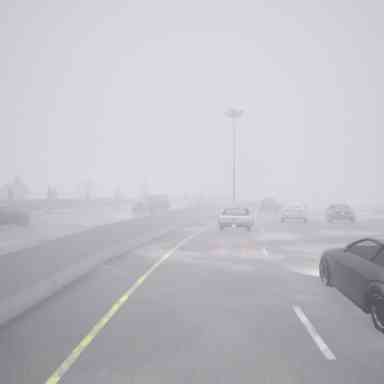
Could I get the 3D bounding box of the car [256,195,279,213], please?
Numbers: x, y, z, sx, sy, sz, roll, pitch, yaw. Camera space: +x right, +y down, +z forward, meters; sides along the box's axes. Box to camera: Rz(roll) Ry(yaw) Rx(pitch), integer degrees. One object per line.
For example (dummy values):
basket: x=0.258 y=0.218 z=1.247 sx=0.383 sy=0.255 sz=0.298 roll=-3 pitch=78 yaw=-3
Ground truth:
car: x=9.360 y=1.460 z=38.783 sx=2.097 sy=1.767 sz=4.553 roll=0 pitch=0 yaw=25

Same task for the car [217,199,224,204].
car: x=3.797 y=1.792 z=58.126 sx=1.895 sy=1.301 sz=4.718 roll=0 pitch=0 yaw=31

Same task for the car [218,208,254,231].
car: x=2.918 y=1.635 z=21.164 sx=1.895 sy=1.301 sz=4.718 roll=0 pitch=0 yaw=14

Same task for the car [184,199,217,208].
car: x=0.753 y=1.571 z=37.163 sx=2.128 sy=1.511 sz=4.902 roll=0 pitch=0 yaw=23

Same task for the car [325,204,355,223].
car: x=11.724 y=1.619 z=26.455 sx=2.033 sy=1.411 sz=5.357 roll=0 pitch=0 yaw=19

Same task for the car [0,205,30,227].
car: x=-11.820 y=1.511 z=20.073 sx=1.812 sy=1.442 sz=4.674 roll=0 pitch=0 yaw=12

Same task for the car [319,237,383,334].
car: x=4.061 y=1.583 z=6.674 sx=1.994 sy=1.385 sz=4.181 roll=0 pitch=0 yaw=5

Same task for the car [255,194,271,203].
car: x=15.013 y=1.267 z=70.036 sx=2.097 sy=1.767 sz=4.553 roll=0 pitch=0 yaw=31

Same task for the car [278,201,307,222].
car: x=8.284 y=1.590 z=27.026 sx=1.812 sy=1.442 sz=4.674 roll=0 pitch=0 yaw=18

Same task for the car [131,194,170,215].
car: x=-4.125 y=1.276 z=34.466 sx=2.150 sy=2.045 sz=5.566 roll=0 pitch=0 yaw=20
